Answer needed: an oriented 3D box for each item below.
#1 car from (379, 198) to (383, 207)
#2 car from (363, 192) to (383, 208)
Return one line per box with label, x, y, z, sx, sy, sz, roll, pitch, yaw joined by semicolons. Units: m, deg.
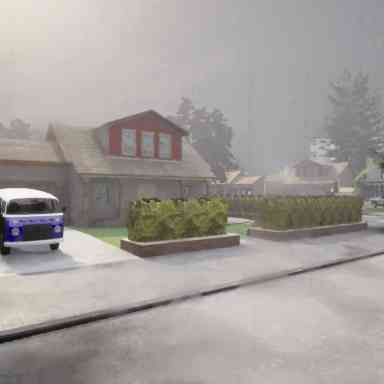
car;18.231;1.491;26.580;2.128;1.511;4.902;-1;0;-40
car;23.066;0.986;40.726;3.866;1.878;1.905;0;0;-1
